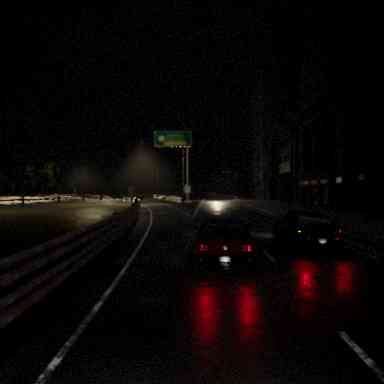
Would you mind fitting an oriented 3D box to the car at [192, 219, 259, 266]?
[{"bbox_3d":[1.038,1.592,11.512,1.895,1.301,4.718,0,0,3],"label":"car"}]

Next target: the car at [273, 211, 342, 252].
[{"bbox_3d":[4.649,1.520,13.839,1.812,1.442,4.674,0,0,3],"label":"car"}]

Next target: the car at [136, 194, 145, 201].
[{"bbox_3d":[-12.046,1.199,77.511,1.882,1.535,5.008,0,0,-13],"label":"car"}]
